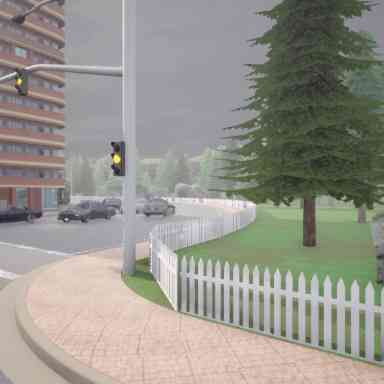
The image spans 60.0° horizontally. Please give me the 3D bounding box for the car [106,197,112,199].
[{"bbox_3d":[-9.882,1.492,31.835,2.033,1.411,5.357,0,0,8],"label":"car"}]

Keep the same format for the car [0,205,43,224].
[{"bbox_3d":[-12.683,1.545,22.602,1.895,1.301,4.718,0,0,23],"label":"car"}]

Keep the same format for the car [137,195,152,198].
[{"bbox_3d":[-6.925,1.470,44.918,1.812,1.442,4.674,0,0,-13],"label":"car"}]

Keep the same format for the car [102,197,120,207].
[{"bbox_3d":[-12.649,1.508,51.565,1.994,1.385,4.181,0,0,-24],"label":"car"}]

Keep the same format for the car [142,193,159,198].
[{"bbox_3d":[-6.139,1.436,54.335,2.128,1.511,4.902,0,0,-23],"label":"car"}]

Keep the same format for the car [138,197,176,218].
[{"bbox_3d":[-2.833,1.492,29.968,2.033,1.411,5.357,0,0,9],"label":"car"}]

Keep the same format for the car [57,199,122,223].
[{"bbox_3d":[-7.798,1.492,25.283,2.033,1.411,5.357,0,0,17],"label":"car"}]

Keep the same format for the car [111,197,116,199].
[{"bbox_3d":[-9.795,1.492,41.909,2.033,1.411,5.357,0,0,-7],"label":"car"}]

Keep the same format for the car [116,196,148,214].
[{"bbox_3d":[-6.169,1.470,34.727,1.812,1.442,4.674,0,0,3],"label":"car"}]

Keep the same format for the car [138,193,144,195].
[{"bbox_3d":[-9.583,1.166,66.430,2.150,2.045,5.566,0,0,-40],"label":"car"}]
